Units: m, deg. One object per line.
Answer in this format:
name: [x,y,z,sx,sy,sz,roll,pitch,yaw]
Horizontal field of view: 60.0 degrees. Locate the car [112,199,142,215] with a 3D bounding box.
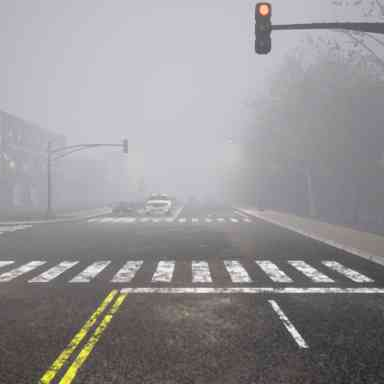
car: [-6.560,1.591,33.155,1.895,1.301,4.718,0,0,0]

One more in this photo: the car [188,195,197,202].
car: [0.082,1.447,75.030,1.882,1.535,5.008,0,0,0]

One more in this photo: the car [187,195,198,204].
car: [0.164,1.465,61.302,2.128,1.511,4.902,0,0,0]

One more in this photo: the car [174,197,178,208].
car: [-3.294,1.586,43.804,1.895,1.301,4.718,0,0,1]

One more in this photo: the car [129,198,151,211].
car: [-6.541,1.550,42.261,1.994,1.385,4.181,0,0,1]

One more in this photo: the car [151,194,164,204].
car: [-6.485,1.328,63.145,2.097,1.767,4.553,0,0,1]

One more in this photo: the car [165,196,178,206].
car: [-3.280,1.485,53.953,1.837,1.490,4.892,0,0,0]

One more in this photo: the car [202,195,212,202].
car: [3.330,1.510,74.753,2.033,1.411,5.357,0,0,0]

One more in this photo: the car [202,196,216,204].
car: [3.417,1.578,61.538,1.895,1.301,4.718,0,0,0]

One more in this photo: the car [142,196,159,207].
car: [-6.528,1.473,52.621,2.128,1.511,4.902,0,0,0]

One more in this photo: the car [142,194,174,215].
car: [-3.306,1.211,33.747,2.150,2.045,5.566,0,0,0]
